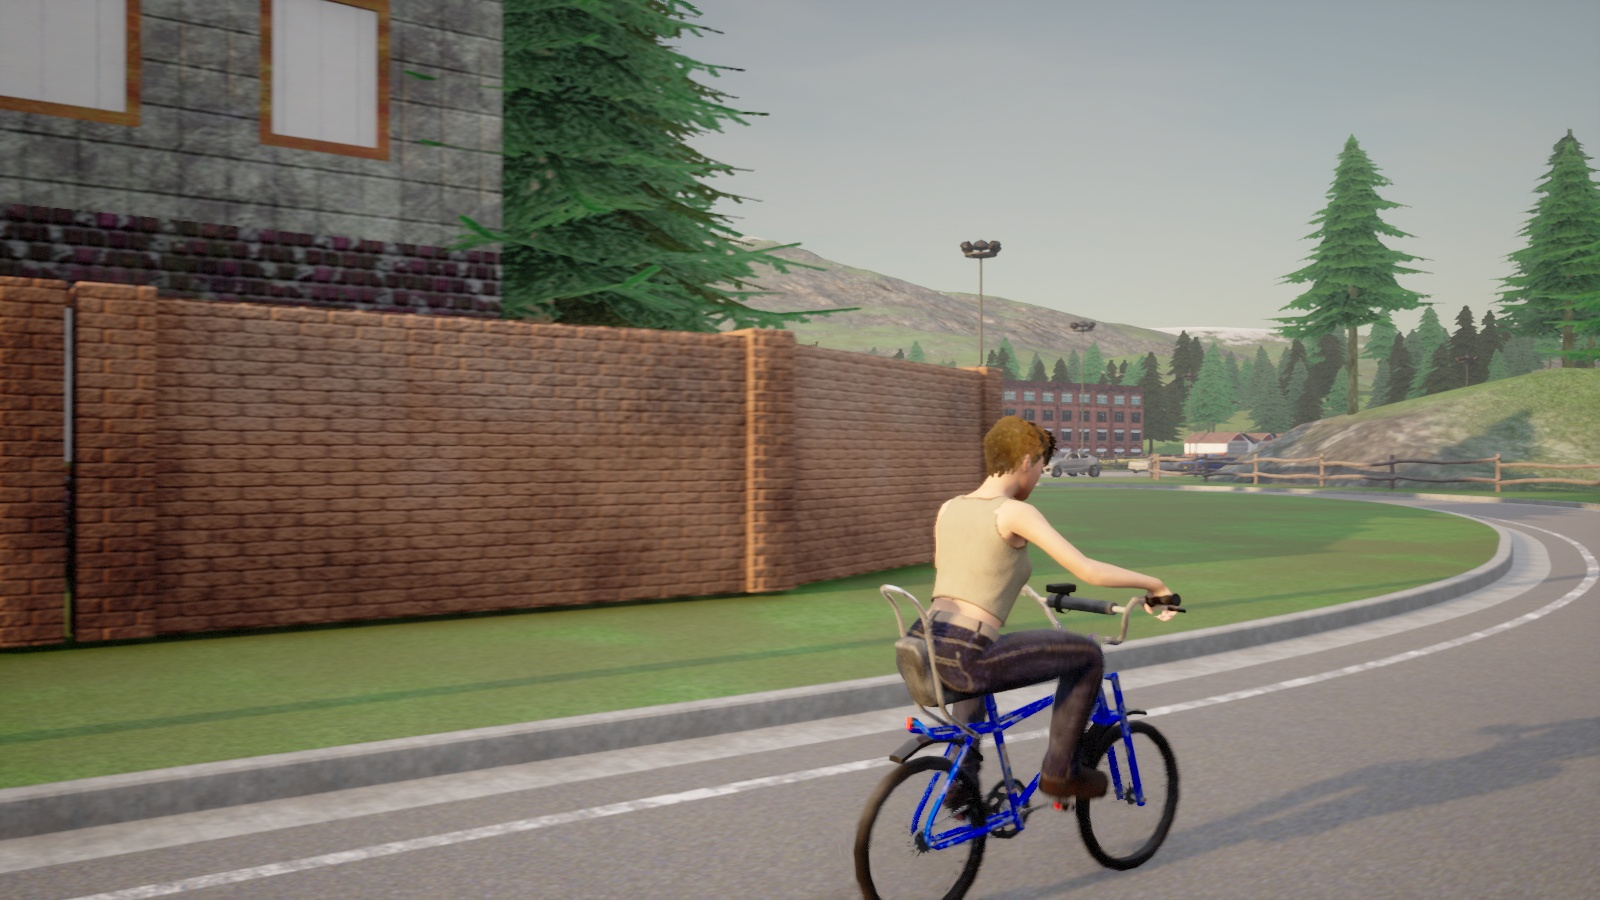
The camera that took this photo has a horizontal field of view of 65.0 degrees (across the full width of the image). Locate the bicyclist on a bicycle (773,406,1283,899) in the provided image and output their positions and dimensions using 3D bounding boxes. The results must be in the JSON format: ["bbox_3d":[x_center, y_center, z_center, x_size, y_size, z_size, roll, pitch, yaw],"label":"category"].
[{"bbox_3d":[0.778,0.690,4.208,1.509,1.612,0.866,0,0,-35],"label":"bicyclist on a bicycle"}]

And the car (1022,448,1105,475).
[{"bbox_3d":[16.535,0.681,78.673,5.027,1.651,2.152,0,0,-34],"label":"car"}]

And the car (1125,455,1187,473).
[{"bbox_3d":[26.712,1.019,94.147,4.718,1.301,1.895,0,0,-34],"label":"car"}]

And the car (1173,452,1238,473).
[{"bbox_3d":[29.699,0.885,91.951,5.008,1.535,1.882,0,0,-34],"label":"car"}]
